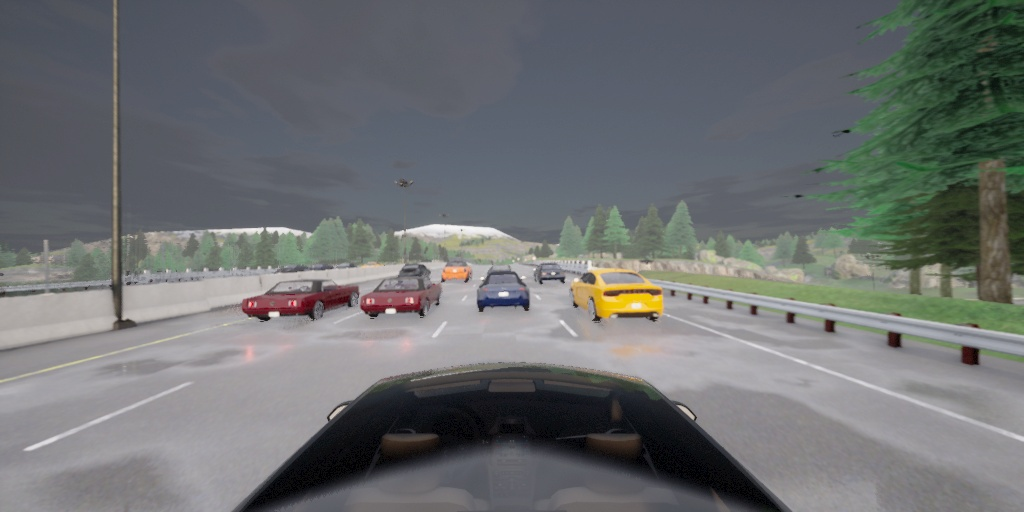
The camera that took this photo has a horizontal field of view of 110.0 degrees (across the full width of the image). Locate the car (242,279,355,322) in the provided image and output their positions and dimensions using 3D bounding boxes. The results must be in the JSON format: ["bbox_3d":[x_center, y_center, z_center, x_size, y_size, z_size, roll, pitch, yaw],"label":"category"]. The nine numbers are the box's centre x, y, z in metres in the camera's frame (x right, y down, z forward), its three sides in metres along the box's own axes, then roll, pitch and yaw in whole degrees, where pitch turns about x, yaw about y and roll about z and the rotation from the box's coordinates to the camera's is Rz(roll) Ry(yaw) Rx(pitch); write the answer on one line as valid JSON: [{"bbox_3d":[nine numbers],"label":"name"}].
[{"bbox_3d":[-7.311,1.486,13.131,1.895,1.301,4.718,-1,0,-2],"label":"car"}]

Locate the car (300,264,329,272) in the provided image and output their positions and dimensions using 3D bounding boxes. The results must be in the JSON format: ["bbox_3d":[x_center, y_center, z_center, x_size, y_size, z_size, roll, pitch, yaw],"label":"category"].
[{"bbox_3d":[-26.344,1.782,49.308,2.033,1.411,5.357,-1,0,-2],"label":"car"}]

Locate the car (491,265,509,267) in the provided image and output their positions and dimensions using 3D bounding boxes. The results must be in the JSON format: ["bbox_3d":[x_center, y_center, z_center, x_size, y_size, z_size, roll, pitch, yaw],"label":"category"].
[{"bbox_3d":[-0.893,1.335,28.375,1.895,1.301,4.718,-1,0,-2],"label":"car"}]

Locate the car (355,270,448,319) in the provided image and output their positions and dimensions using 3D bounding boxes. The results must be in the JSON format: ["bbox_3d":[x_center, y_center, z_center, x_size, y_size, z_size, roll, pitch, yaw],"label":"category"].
[{"bbox_3d":[-3.814,1.414,13.288,1.895,1.301,4.718,-1,0,-2],"label":"car"}]

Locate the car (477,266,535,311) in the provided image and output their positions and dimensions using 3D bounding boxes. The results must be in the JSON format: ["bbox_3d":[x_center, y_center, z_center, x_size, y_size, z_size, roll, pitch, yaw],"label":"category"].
[{"bbox_3d":[-0.356,1.305,14.537,1.994,1.385,4.181,-1,0,-2],"label":"car"}]

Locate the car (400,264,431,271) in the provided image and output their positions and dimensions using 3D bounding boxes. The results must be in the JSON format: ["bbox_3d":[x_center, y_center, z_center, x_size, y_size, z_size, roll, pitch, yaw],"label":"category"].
[{"bbox_3d":[-7.940,1.382,29.622,1.837,1.490,4.892,-1,1,-2],"label":"car"}]

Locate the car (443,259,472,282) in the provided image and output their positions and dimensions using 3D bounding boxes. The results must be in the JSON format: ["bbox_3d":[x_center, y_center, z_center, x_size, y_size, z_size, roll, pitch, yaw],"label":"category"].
[{"bbox_3d":[-4.435,1.156,29.422,2.097,1.767,4.553,-1,0,-2],"label":"car"}]

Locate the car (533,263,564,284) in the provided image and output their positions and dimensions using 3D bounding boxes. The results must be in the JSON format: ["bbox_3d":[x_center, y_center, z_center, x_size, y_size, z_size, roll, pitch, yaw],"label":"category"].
[{"bbox_3d":[2.673,1.212,26.228,2.033,1.411,5.357,-1,0,-2],"label":"car"}]

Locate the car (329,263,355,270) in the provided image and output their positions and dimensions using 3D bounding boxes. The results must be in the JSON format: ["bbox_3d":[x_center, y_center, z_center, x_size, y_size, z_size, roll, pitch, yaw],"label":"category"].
[{"bbox_3d":[-22.853,1.689,49.465,1.812,1.442,4.674,-1,0,-2],"label":"car"}]

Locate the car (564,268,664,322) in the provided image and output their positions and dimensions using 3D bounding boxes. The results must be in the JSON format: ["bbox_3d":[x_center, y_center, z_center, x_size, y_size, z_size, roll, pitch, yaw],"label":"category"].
[{"bbox_3d":[3.224,1.149,11.975,1.882,1.535,5.008,-1,0,-2],"label":"car"}]

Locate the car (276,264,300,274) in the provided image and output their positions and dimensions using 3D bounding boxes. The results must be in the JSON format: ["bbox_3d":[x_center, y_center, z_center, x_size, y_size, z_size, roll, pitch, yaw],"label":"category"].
[{"bbox_3d":[-29.835,1.853,49.154,2.033,1.411,5.357,-1,0,-2],"label":"car"}]

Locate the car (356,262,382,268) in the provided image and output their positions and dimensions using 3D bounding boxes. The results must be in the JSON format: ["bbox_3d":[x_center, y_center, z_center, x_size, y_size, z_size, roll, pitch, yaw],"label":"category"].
[{"bbox_3d":[-19.358,1.569,49.564,1.882,1.535,5.008,-1,0,-2],"label":"car"}]
